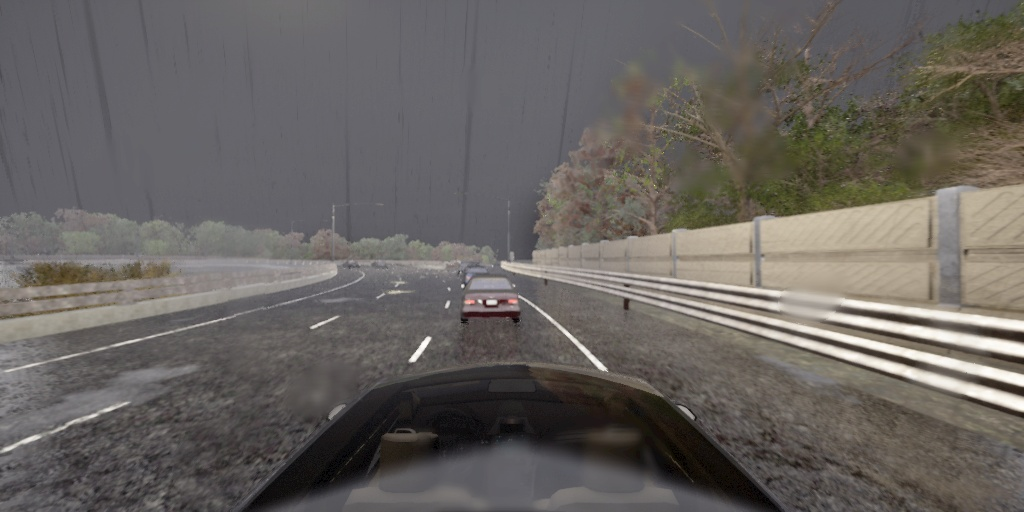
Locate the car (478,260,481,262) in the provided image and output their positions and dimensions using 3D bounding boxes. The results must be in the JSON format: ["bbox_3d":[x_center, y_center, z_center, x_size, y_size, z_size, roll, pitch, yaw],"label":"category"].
[{"bbox_3d":[-6.302,1.435,64.709,1.837,1.490,4.892,0,0,1],"label":"car"}]

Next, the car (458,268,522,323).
[{"bbox_3d":[-0.788,1.327,12.351,2.033,1.411,5.357,0,0,-5],"label":"car"}]

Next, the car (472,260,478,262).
[{"bbox_3d":[-5.312,1.415,41.833,2.033,1.411,5.357,0,0,-6],"label":"car"}]

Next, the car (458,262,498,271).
[{"bbox_3d":[-2.462,1.362,24.107,2.033,1.411,5.357,0,0,-10],"label":"car"}]
